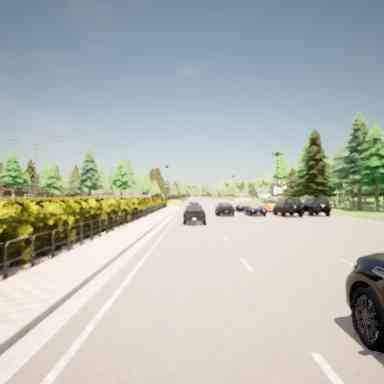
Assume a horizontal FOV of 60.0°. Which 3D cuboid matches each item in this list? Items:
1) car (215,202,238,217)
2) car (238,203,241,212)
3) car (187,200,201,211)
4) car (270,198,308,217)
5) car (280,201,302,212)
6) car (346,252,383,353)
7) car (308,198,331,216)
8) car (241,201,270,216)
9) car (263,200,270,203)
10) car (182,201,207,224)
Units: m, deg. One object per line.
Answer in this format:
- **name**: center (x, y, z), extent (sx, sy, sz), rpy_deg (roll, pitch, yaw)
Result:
- **car**: center (3.641, 1.916, 37.411), extent (1.882, 1.535, 5.008), rpy_deg (0, -1, 0)
- **car**: center (7.189, 2.162, 47.518), extent (1.895, 1.301, 4.718), rpy_deg (0, -1, 1)
- **car**: center (0.287, 2.084, 51.306), extent (2.128, 1.511, 4.902), rpy_deg (0, -1, 0)
- **car**: center (10.640, 1.667, 36.999), extent (2.150, 2.045, 5.566), rpy_deg (0, -1, 0)
- **car**: center (14.184, 2.084, 48.002), extent (1.837, 1.490, 4.892), rpy_deg (0, -1, 0)
- **car**: center (3.607, 1.267, 3.143), extent (2.150, 2.045, 5.566), rpy_deg (0, 0, 0)
- **car**: center (14.146, 1.691, 38.518), extent (2.150, 2.045, 5.566), rpy_deg (0, -1, 0)
- **car**: center (7.143, 2.050, 37.842), extent (1.895, 1.301, 4.718), rpy_deg (0, -1, 0)
- **car**: center (10.680, 1.909, 46.752), extent (2.097, 1.767, 4.553), rpy_deg (0, -1, 0)
- **car**: center (0.203, 1.831, 27.993), extent (1.837, 1.490, 4.892), rpy_deg (0, 0, 0)
